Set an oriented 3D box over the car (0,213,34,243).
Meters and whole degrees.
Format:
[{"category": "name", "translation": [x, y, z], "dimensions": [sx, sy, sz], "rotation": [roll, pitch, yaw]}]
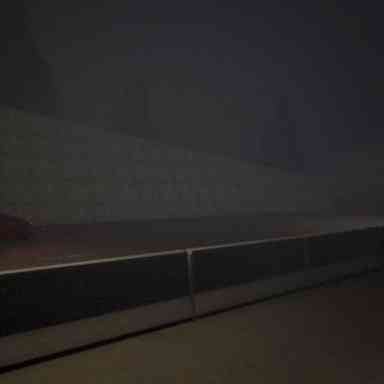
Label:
[{"category": "car", "translation": [-9.253, 1.564, 14.574], "dimensions": [4.181, 1.385, 1.994], "rotation": [0, 0, -35]}]
